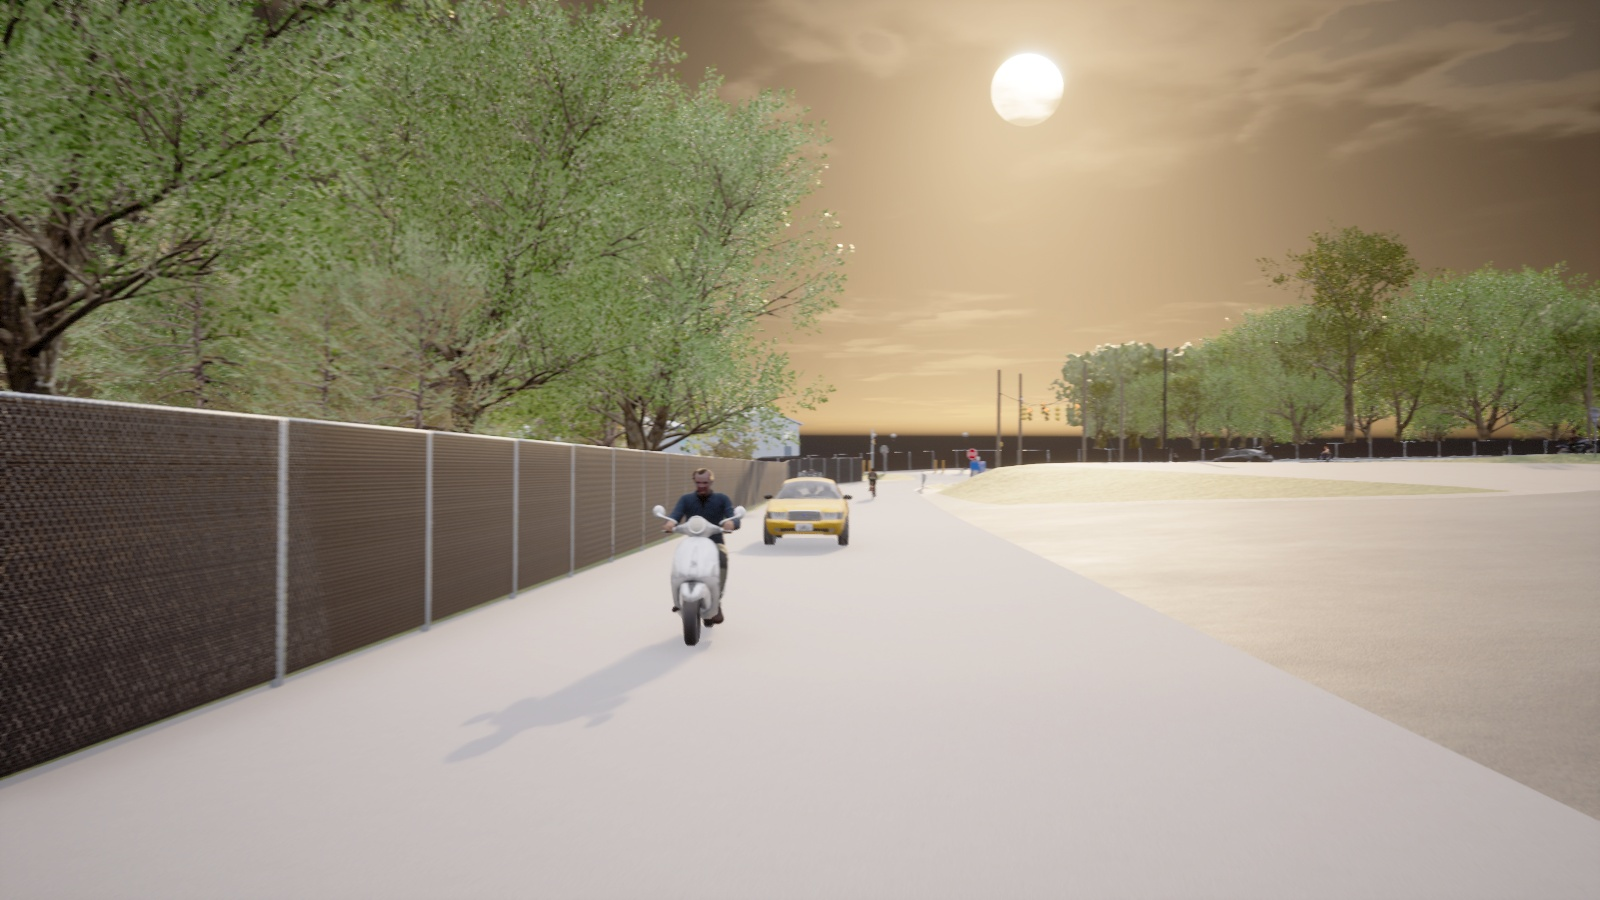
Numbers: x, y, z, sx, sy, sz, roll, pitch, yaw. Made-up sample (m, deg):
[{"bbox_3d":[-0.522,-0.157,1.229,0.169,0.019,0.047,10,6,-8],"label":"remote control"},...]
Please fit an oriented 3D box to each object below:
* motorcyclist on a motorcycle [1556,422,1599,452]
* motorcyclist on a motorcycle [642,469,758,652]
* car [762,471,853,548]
[{"bbox_3d":[45.651,-0.743,73.369,0.766,1.649,2.350,-1,-1,-30],"label":"motorcyclist on a motorcycle"},{"bbox_3d":[-0.904,0.973,11.856,0.866,1.590,1.817,0,-1,3],"label":"motorcyclist on a motorcycle"},{"bbox_3d":[0.263,1.259,28.304,1.801,1.575,5.366,0,-1,3],"label":"car"}]
